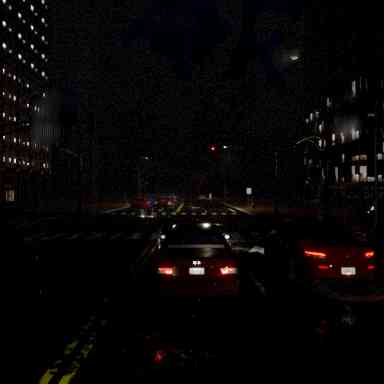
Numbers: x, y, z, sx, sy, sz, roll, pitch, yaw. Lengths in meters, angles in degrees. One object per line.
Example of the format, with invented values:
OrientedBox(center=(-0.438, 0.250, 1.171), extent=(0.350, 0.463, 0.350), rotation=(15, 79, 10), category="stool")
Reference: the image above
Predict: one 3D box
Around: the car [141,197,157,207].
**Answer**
OrientedBox(center=(-6.662, 1.471, 52.119), extent=(1.812, 1.442, 4.674), rotation=(0, 0, 0), category="car")

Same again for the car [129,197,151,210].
OrientedBox(center=(-6.651, 1.443, 42.198), extent=(1.882, 1.535, 5.008), rotation=(0, 0, 0), category="car")

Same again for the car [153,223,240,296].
OrientedBox(center=(0.089, 1.544, 8.824), extent=(2.033, 1.411, 5.357), rotation=(0, 0, 0), category="car")

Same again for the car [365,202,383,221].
OrientedBox(center=(16.990, 1.280, 26.660), extent=(5.566, 2.045, 2.150), rotation=(0, 0, 3), category="car")

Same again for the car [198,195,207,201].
OrientedBox(center=(2.542, 1.393, 82.803), extent=(1.812, 1.442, 4.674), rotation=(0, 0, -4), category="car")

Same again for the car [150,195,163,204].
OrientedBox(center=(-6.664, 1.428, 62.483), extent=(1.837, 1.490, 4.892), rotation=(0, 0, 0), category="car")

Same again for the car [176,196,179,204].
OrientedBox(center=(-3.406, 1.456, 49.468), extent=(1.837, 1.490, 4.892), rotation=(0, 0, 0), category="car")

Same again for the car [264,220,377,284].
OrientedBox(center=(3.338, 1.522, 9.408), extent=(1.812, 1.442, 4.674), rotation=(0, 0, 0), category="car")

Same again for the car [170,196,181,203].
OrientedBox(center=(-3.422, 1.473, 69.121), extent=(1.994, 1.385, 4.181), rotation=(0, 0, -1), category="car")

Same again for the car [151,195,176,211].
OrientedBox(center=(-3.396, 1.320, 40.576), extent=(2.097, 1.767, 4.553), rotation=(0, 0, 0), category="car")
